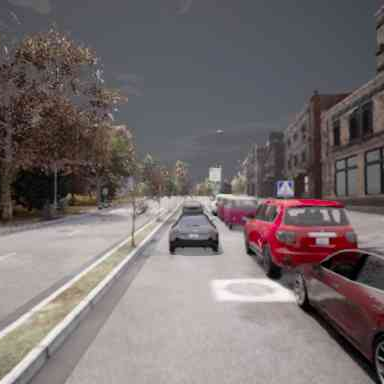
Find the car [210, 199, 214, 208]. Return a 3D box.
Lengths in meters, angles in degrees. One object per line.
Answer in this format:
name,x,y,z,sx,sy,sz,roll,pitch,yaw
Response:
car,3.068,1.270,32.658,2.435,2.045,5.566,0,0,0

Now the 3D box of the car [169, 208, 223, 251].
car,0.078,1.595,14.333,1.994,1.385,4.181,0,0,0

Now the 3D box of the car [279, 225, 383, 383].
car,3.053,1.523,4.927,2.163,1.488,4.792,0,0,0

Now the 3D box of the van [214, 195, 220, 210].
van,3.066,1.296,27.200,1.878,1.987,4.442,0,0,0

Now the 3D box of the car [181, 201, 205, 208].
car,0.086,1.549,29.251,1.837,1.490,4.892,0,1,0

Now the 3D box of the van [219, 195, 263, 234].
van,3.062,1.294,21.653,1.878,1.987,4.442,0,0,0
